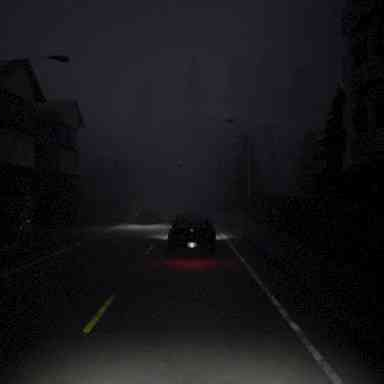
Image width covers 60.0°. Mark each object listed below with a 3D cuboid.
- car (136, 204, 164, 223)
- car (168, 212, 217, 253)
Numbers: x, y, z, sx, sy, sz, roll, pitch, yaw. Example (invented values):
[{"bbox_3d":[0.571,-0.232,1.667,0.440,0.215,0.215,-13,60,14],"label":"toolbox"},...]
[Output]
[{"bbox_3d":[-3.501,1.744,28.229,1.882,1.535,5.008,0,-1,0],"label":"car"},{"bbox_3d":[0.005,1.643,14.315,1.837,1.490,4.892,0,0,0],"label":"car"}]
